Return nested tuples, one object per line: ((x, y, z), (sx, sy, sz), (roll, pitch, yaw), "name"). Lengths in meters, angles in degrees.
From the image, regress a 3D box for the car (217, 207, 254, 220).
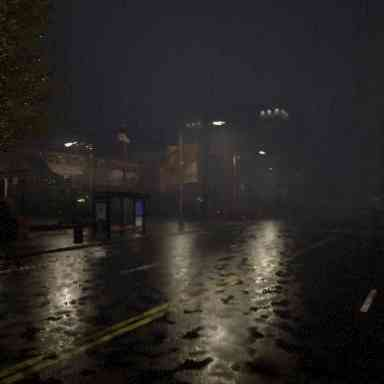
((5.668, 2.785, 43.623), (5.008, 1.535, 1.882), (-2, -2, 35), "car")

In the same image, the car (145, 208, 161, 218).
((-6.754, 3.112, 48.765), (5.008, 1.535, 2.097), (-2, -2, 35), "car")
